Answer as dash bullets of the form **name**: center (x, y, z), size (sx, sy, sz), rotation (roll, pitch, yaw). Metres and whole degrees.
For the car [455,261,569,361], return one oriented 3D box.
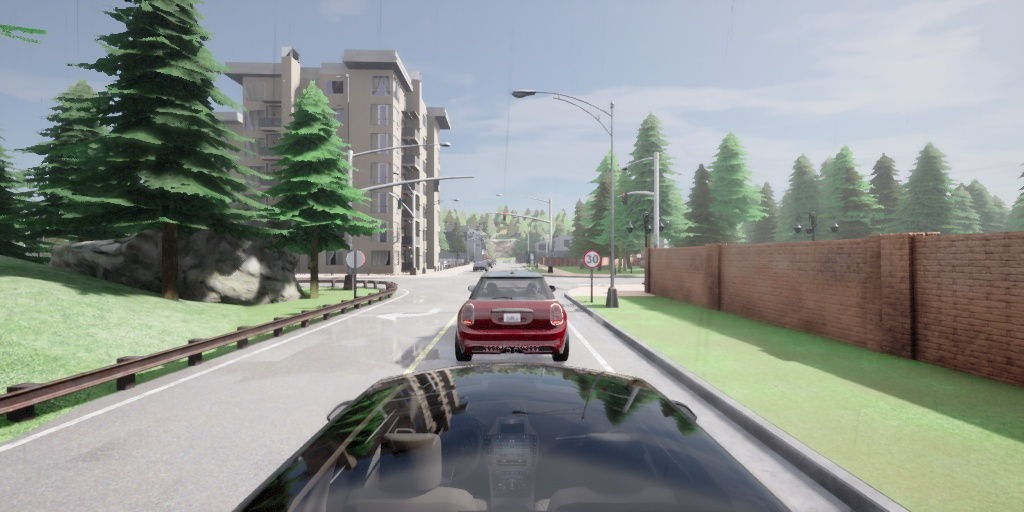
- **car**: center (0.001, 1.102, 8.417), size (2.097, 1.767, 4.553), rotation (0, 0, 0)

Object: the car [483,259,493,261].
- **car**: center (-4.000, 1.297, 46.712), size (2.033, 1.411, 5.357), rotation (0, 0, 0)

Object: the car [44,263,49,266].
- **car**: center (-33.663, 0.988, 24.679), size (5.566, 2.045, 2.150), rotation (0, 0, 0)
